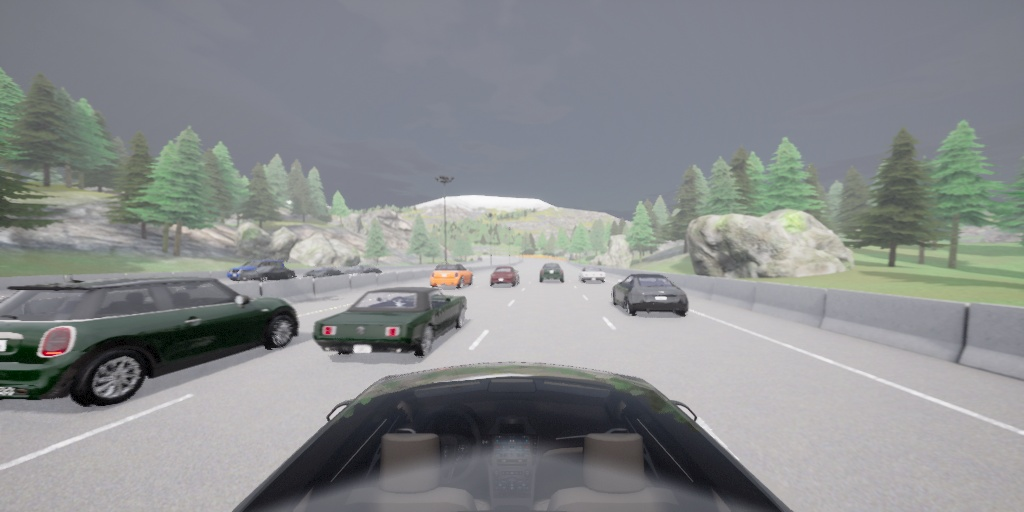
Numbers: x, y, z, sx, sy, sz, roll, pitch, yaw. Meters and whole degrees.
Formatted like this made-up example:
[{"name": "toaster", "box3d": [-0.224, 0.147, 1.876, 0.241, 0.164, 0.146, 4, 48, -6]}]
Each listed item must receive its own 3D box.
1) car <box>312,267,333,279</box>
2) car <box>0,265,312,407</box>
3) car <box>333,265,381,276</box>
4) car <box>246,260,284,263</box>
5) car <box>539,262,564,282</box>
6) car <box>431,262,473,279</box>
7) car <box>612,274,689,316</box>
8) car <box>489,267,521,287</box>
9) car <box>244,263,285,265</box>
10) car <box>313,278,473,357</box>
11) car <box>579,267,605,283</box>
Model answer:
[{"name": "car", "box3d": [-17.614, 1.706, 33.616, 1.994, 1.385, 4.181, 0, -1, 6]}, {"name": "car", "box3d": [-6.209, 1.151, 6.584, 2.097, 1.767, 4.553, 0, 0, 6]}, {"name": "car", "box3d": [-14.094, 1.624, 33.614, 2.128, 1.511, 4.902, 0, -1, 6]}, {"name": "car", "box3d": [-24.528, 1.402, 34.819, 2.150, 2.045, 5.566, 0, -1, 6]}, {"name": "car", "box3d": [3.584, 1.420, 32.509, 2.097, 1.767, 4.553, 0, -1, 6]}, {"name": "car", "box3d": [-4.188, 1.335, 25.613, 2.097, 1.767, 4.553, 0, -1, 6]}, {"name": "car", "box3d": [5.113, 1.380, 13.764, 1.994, 1.385, 4.181, 0, -1, 6]}, {"name": "car", "box3d": [-0.507, 1.522, 27.243, 1.812, 1.442, 4.674, 0, -1, 6]}, {"name": "car", "box3d": [-21.362, 1.596, 31.480, 1.882, 1.535, 5.008, 0, -1, 6]}, {"name": "car", "box3d": [-2.465, 1.401, 8.691, 1.895, 1.301, 4.718, 0, 0, 6]}, {"name": "car", "box3d": [7.051, 1.651, 32.010, 1.895, 1.301, 4.718, 0, -1, 6]}]
